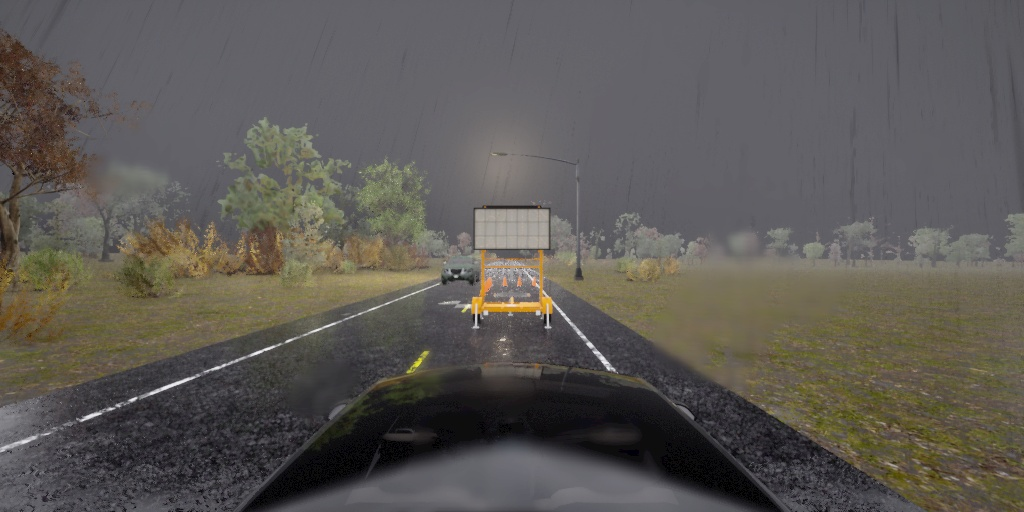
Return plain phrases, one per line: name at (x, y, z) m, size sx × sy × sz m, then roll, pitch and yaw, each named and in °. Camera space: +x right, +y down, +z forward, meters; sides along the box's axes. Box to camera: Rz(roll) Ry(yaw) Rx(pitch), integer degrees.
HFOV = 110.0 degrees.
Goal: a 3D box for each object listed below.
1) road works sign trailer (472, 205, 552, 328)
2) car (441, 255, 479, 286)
road works sign trailer at (0.001, 0.216, 11.340) m, size 2.380 × 3.560 × 2.880 m, roll 0°, pitch 0°, yaw 0°
car at (-3.599, 0.978, 25.833) m, size 2.150 × 2.045 × 5.566 m, roll 0°, pitch 0°, yaw 0°
